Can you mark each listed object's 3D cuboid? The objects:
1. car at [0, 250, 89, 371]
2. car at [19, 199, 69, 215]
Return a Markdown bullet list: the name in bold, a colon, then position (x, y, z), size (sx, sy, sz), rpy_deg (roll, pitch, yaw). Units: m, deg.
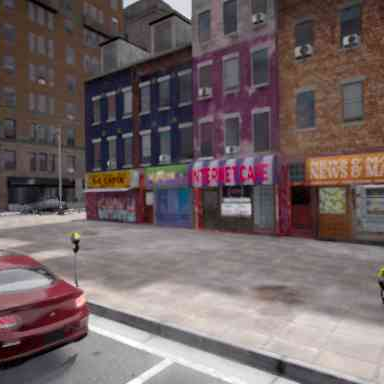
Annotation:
- **car**: position (-3.351, 1.589, 5.211), size (4.206, 1.307, 1.802), rpy_deg (0, -1, 35)
- **car**: position (-14.213, 1.424, 32.209), size (1.812, 1.442, 4.674), rpy_deg (-1, 0, 36)
